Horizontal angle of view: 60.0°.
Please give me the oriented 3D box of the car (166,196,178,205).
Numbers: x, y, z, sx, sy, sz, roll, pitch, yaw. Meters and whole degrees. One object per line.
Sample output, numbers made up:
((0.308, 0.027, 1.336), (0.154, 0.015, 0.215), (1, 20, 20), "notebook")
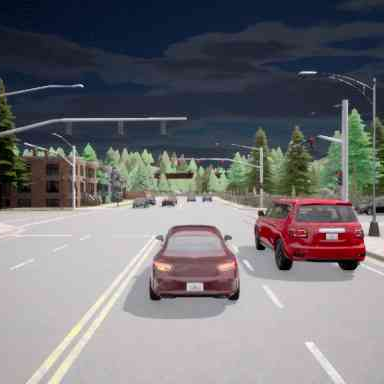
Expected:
((-3.648, 1.505, 61.982), (1.837, 1.490, 4.892), (0, 0, 0), "car")

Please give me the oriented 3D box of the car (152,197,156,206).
((-7.174, 1.547, 56.660), (2.033, 1.411, 5.357), (0, 0, 0), "car")

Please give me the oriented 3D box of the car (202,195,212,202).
((3.389, 1.355, 74.389), (2.097, 1.767, 4.553), (0, 0, 0), "car")

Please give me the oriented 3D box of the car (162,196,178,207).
((-3.643, 1.601, 51.682), (1.895, 1.301, 4.718), (0, 0, 0), "car")

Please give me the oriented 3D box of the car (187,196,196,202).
((-0.119, 1.553, 74.618), (1.994, 1.385, 4.181), (0, 0, 0), "car")

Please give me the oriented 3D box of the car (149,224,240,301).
((0.050, 1.526, 8.227), (1.812, 1.442, 4.674), (0, 0, 0), "car")

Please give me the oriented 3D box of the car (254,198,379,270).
((3.558, 1.221, 11.107), (2.150, 2.045, 5.566), (0, 0, 0), "car")

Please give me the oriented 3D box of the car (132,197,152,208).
((-7.161, 1.505, 46.910), (1.837, 1.490, 4.892), (0, 0, 0), "car")

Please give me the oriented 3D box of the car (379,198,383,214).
((18.275, 1.352, 32.491), (4.553, 1.767, 2.097), (0, 0, 0), "car")
